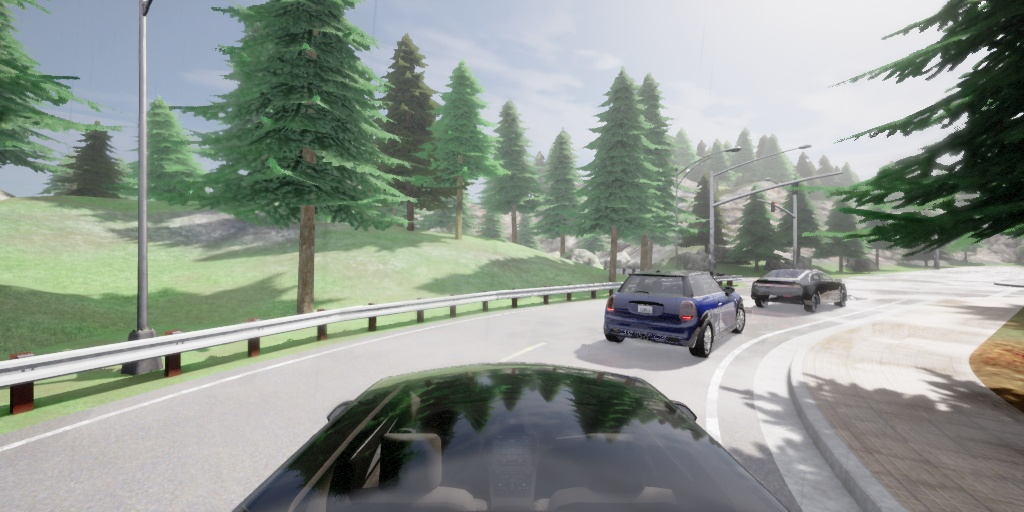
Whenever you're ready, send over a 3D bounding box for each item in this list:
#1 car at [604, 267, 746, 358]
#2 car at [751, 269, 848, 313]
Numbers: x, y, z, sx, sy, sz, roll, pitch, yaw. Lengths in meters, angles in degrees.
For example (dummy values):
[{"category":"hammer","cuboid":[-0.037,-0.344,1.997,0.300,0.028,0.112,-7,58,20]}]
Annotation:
[{"category":"car","cuboid":[4.162,1.109,8.877,2.097,1.767,4.553,0,0,43]},{"category":"car","cuboid":[11.341,1.256,14.091,4.902,1.511,2.128,0,0,-32]}]
